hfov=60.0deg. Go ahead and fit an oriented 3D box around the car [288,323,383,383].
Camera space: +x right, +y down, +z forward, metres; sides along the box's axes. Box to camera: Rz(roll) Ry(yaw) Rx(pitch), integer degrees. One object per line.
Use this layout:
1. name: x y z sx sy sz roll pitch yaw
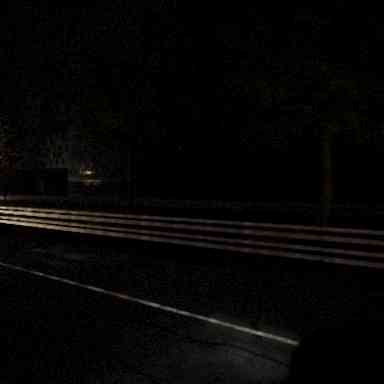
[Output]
1. car: 2.921 1.533 1.908 4.674 1.442 1.812 0 0 35
